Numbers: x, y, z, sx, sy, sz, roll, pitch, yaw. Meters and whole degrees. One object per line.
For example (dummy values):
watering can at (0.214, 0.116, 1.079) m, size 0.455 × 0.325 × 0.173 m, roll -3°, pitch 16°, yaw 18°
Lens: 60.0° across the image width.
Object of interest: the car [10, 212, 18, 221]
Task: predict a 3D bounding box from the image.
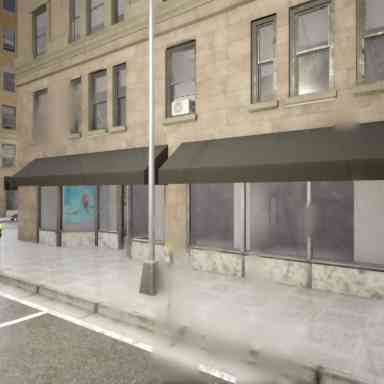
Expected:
car at (-11.158, 1.636, 26.110) m, size 2.033 × 1.411 × 5.357 m, roll 0°, pitch 0°, yaw 36°
